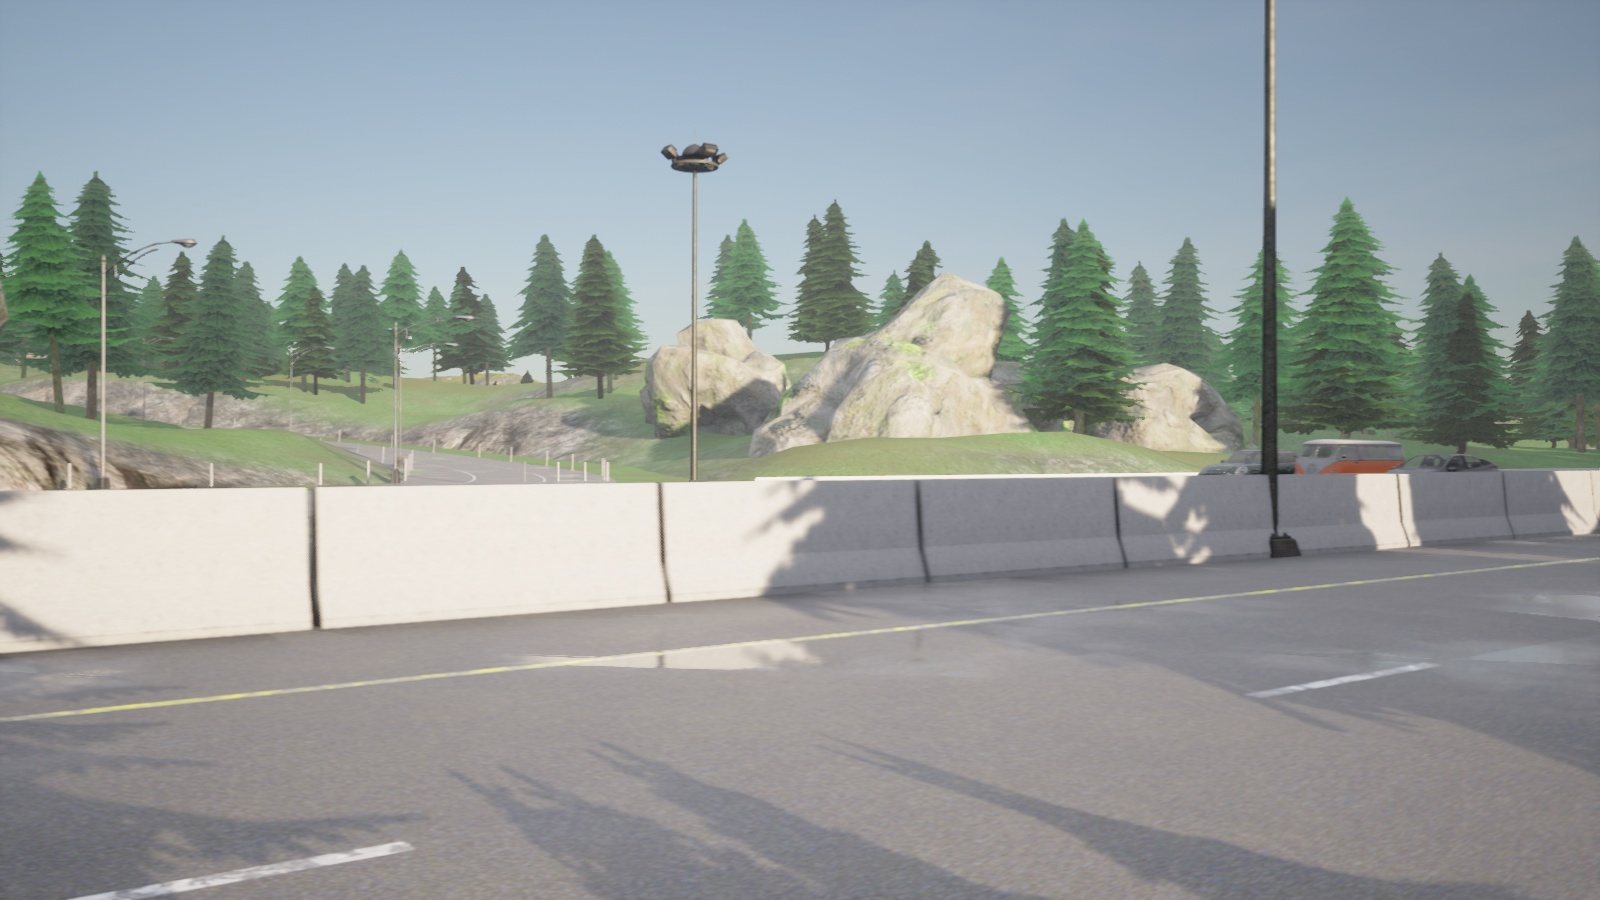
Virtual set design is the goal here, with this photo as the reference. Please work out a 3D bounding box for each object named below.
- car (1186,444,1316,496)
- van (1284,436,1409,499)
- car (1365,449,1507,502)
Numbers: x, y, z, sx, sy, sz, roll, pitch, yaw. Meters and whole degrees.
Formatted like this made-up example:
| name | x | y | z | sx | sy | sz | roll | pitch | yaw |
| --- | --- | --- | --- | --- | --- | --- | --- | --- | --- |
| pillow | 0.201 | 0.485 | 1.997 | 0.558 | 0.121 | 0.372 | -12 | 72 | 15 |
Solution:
| name | x | y | z | sx | sy | sz | roll | pitch | yaw |
| --- | --- | --- | --- | --- | --- | --- | --- | --- | --- |
| car | 16.075 | 0.679 | 44.698 | 4.553 | 1.767 | 2.097 | 0 | 0 | -35 |
| van | 18.292 | 0.562 | 41.978 | 4.442 | 1.987 | 1.775 | 0 | 0 | -35 |
| car | 19.578 | 0.745 | 38.608 | 4.514 | 1.525 | 2.007 | 0 | 0 | -35 |
